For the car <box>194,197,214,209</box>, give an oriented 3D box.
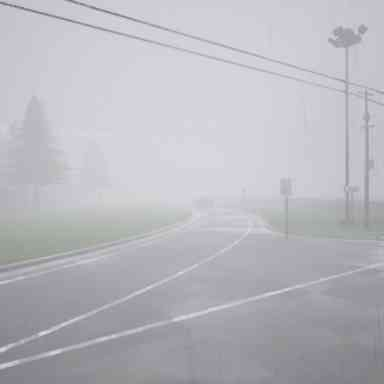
[{"bbox_3d":[1.486,1.376,43.759,1.837,1.490,4.892,0,0,-11],"label":"car"}]
